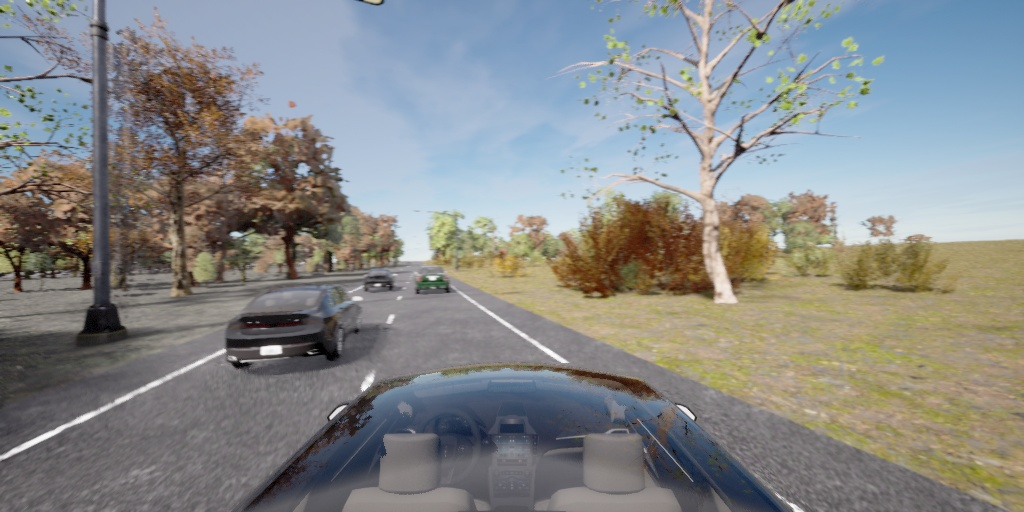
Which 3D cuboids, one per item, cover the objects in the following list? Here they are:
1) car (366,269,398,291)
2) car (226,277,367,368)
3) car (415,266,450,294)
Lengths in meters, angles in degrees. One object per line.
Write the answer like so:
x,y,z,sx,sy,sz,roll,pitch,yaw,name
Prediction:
-9.534,1.701,26.110,1.837,1.490,4.892,-1,-1,-15,car
-4.819,1.428,8.538,1.837,1.490,4.892,-1,-1,-16,car
-5.329,1.430,23.778,2.097,1.767,4.553,-1,-1,-15,car
